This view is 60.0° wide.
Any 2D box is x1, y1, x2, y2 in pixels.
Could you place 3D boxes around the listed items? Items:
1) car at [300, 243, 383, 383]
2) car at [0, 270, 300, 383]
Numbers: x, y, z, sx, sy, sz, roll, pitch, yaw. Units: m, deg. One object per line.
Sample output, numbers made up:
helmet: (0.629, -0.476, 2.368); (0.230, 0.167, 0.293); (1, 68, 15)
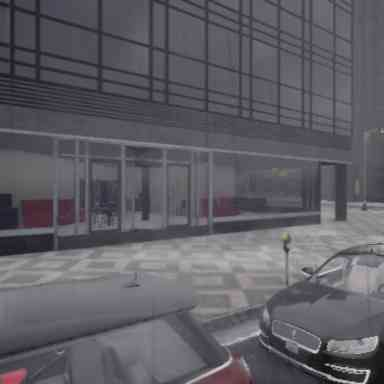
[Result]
car: (2.921, 1.539, 5.079); (4.403, 1.369, 2.008); (0, 0, -36)
car: (-1.511, 1.430, 1.895); (4.097, 1.590, 1.967); (0, 0, -36)
